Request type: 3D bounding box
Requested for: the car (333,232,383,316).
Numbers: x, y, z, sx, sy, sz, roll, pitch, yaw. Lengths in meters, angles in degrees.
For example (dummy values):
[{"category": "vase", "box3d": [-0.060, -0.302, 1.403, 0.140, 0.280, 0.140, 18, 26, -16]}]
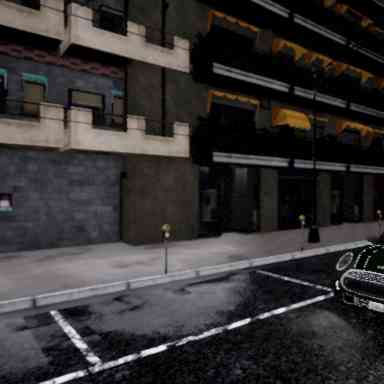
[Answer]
[{"category": "car", "box3d": [4.957, 1.348, 6.913, 4.553, 1.767, 2.097, 0, 0, -35]}]
